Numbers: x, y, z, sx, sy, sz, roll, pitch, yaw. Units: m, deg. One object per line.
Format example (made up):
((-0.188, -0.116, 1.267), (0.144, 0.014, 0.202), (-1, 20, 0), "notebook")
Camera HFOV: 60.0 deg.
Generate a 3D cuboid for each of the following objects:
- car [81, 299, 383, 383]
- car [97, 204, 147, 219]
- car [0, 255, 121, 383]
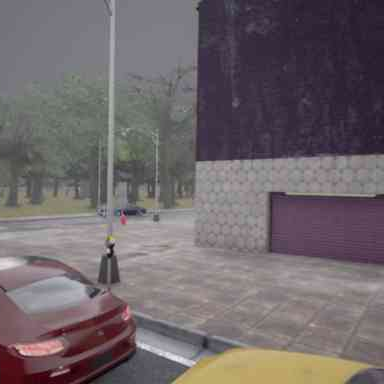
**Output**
((1.758, 1.526, 1.534), (4.829, 1.417, 1.752), (0, 1, 36), "car")
((-6.567, 1.771, 31.486), (1.895, 1.301, 4.718), (2, 0, 36), "car")
((-2.603, 1.577, 4.655), (4.206, 1.307, 1.802), (0, 1, 36), "car")
